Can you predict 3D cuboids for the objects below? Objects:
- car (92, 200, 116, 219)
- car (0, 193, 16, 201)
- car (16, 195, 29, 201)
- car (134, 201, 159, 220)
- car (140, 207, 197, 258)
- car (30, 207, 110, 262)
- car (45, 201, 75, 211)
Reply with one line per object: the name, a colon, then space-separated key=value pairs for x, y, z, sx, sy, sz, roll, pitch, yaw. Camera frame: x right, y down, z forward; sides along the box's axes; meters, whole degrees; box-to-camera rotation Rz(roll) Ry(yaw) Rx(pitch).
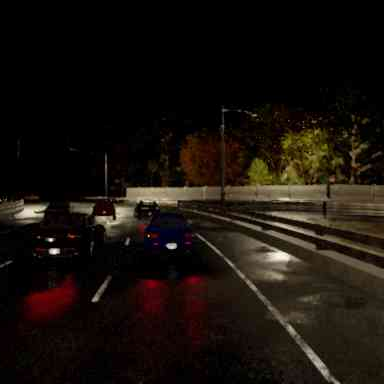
car: x=-7.748 y=1.481 z=29.223 sx=1.882 sy=1.535 sz=5.008 roll=0 pitch=0 yaw=-16
car: x=-46.429 y=1.201 z=81.795 sx=5.566 sy=2.045 sz=2.150 roll=0 pitch=0 yaw=37
car: x=-44.203 y=1.514 z=84.498 sx=4.181 sy=1.385 sz=1.994 roll=0 pitch=0 yaw=37
car: x=-3.834 y=1.479 z=28.180 sx=2.128 sy=1.511 sz=4.902 roll=0 pitch=0 yaw=-14
car: x=-0.907 y=1.516 z=12.673 sx=1.812 sy=1.442 sz=4.674 roll=0 pitch=0 yaw=-7
car: x=-4.363 y=1.511 z=12.250 sx=1.837 sy=1.490 sz=4.892 roll=0 pitch=0 yaw=-7
car: x=-10.811 y=1.524 z=27.206 sx=1.837 sy=1.490 sz=4.892 roll=0 pitch=0 yaw=-15
